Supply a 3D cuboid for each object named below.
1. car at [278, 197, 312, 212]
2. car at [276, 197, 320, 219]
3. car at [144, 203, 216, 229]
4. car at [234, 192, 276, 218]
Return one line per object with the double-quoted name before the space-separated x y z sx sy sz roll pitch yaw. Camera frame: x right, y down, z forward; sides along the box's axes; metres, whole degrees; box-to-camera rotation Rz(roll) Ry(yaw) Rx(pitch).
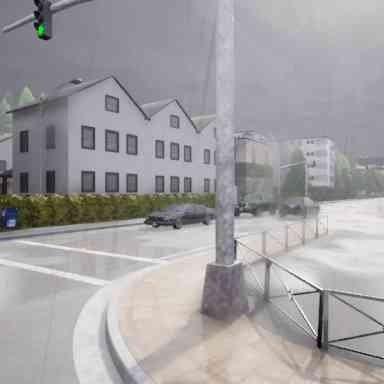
"car" 11.545 1.304 37.088 2.128 1.511 4.902 0 0 36
"car" 8.833 1.163 26.940 2.097 1.767 4.553 0 0 35
"car" -0.490 1.359 20.195 2.033 1.411 5.357 0 0 35
"car" 5.476 1.034 28.607 2.150 2.045 5.566 0 0 35
